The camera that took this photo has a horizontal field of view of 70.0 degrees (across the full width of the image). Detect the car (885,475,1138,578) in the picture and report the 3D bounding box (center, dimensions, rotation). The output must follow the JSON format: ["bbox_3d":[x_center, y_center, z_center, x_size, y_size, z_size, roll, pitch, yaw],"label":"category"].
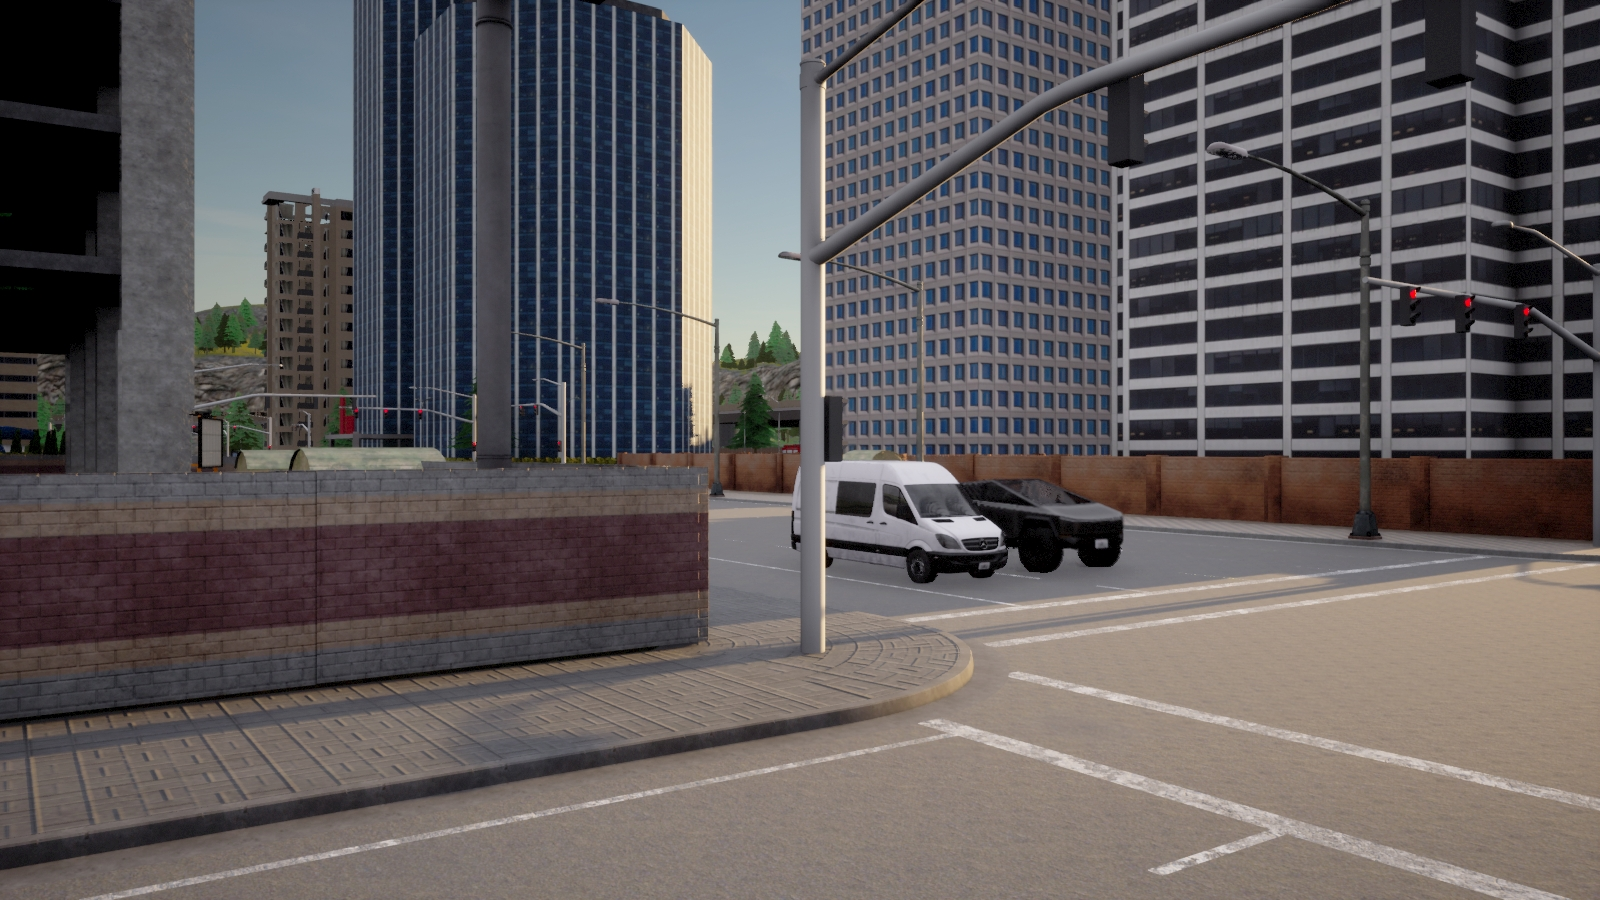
[{"bbox_3d":[5.012,1.752,28.232,2.390,2.098,6.274,0,0,-35],"label":"car"}]

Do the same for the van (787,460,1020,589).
[{"bbox_3d":[2.180,1.533,26.190,1.988,2.561,5.915,0,0,-35],"label":"van"}]
